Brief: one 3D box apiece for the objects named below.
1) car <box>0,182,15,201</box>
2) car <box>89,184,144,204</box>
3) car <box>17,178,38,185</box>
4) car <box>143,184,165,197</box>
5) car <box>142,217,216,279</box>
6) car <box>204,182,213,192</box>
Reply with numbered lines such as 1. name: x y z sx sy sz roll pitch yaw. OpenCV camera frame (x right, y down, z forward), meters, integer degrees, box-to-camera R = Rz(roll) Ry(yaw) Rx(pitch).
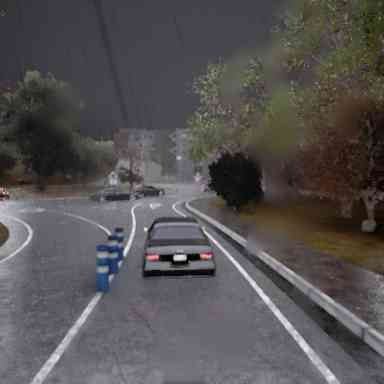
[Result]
1. car: -20.593 0.063 33.115 4.553 1.767 2.097 1 4 11
2. car: -7.550 0.260 32.518 4.892 1.490 1.837 -2 5 -27
3. car: -31.736 -1.896 62.820 1.882 1.535 5.008 3 4 40
4. car: -5.312 -0.119 38.301 1.837 1.490 4.892 4 5 44
5. car: -0.480 1.450 9.892 2.033 1.411 5.357 0 1 -5
6. car: 2.882 -0.797 48.323 2.128 1.511 4.902 1 4 8
